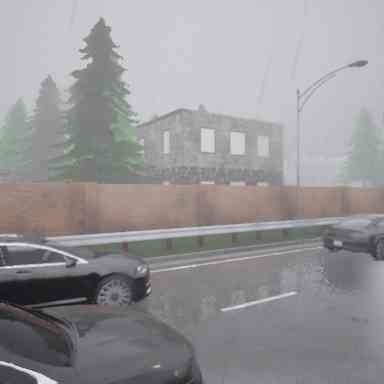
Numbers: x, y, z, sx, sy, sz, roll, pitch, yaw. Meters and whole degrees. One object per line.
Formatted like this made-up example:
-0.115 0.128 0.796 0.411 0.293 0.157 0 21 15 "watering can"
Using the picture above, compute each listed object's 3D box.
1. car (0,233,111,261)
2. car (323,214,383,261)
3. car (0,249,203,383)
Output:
-3.105 1.492 5.865 4.902 1.511 2.128 0 0 -33 "car"
6.768 1.525 12.288 4.674 1.442 1.812 0 0 -33 "car"
-2.184 1.506 2.289 4.892 1.490 1.837 0 0 -33 "car"
